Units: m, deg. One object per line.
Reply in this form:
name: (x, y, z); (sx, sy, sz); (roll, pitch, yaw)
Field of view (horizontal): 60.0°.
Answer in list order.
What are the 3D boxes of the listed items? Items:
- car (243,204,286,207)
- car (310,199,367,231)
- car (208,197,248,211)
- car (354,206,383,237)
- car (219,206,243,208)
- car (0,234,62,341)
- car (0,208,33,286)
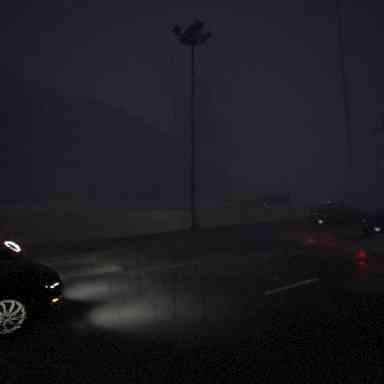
car: (7.986, 1.131, 33.606); (5.566, 2.045, 2.150); (0, 0, -44)
car: (8.965, 1.420, 20.057); (4.902, 1.511, 2.128); (0, 0, -41)
car: (4.344, 1.405, 39.830); (4.902, 1.511, 2.128); (0, 0, -44)
car: (10.017, 1.456, 16.337); (4.674, 1.442, 1.812); (0, 0, -41)
car: (5.247, 1.395, 35.854); (5.008, 1.535, 1.882); (0, 0, -44)
car: (-4.526, 1.516, 4.914); (4.892, 1.490, 1.837); (0, 0, -35)
car: (-6.434, 1.367, 7.857); (4.553, 1.767, 2.097); (0, 0, -35)
